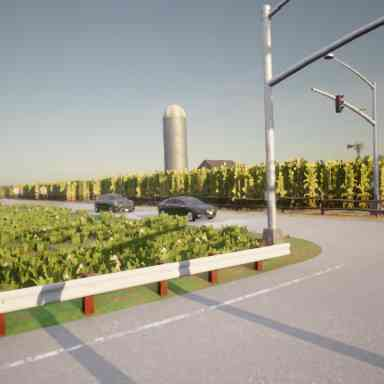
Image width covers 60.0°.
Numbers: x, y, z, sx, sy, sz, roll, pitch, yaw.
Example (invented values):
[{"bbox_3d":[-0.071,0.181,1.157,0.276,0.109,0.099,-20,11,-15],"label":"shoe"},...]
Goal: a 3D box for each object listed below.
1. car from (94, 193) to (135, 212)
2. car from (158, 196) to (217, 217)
[{"bbox_3d":[-7.055,0.964,30.062,2.097,1.767,4.553,-4,2,-40],"label":"car"},{"bbox_3d":[-0.413,1.077,22.249,1.837,1.490,4.892,-4,2,-40],"label":"car"}]
